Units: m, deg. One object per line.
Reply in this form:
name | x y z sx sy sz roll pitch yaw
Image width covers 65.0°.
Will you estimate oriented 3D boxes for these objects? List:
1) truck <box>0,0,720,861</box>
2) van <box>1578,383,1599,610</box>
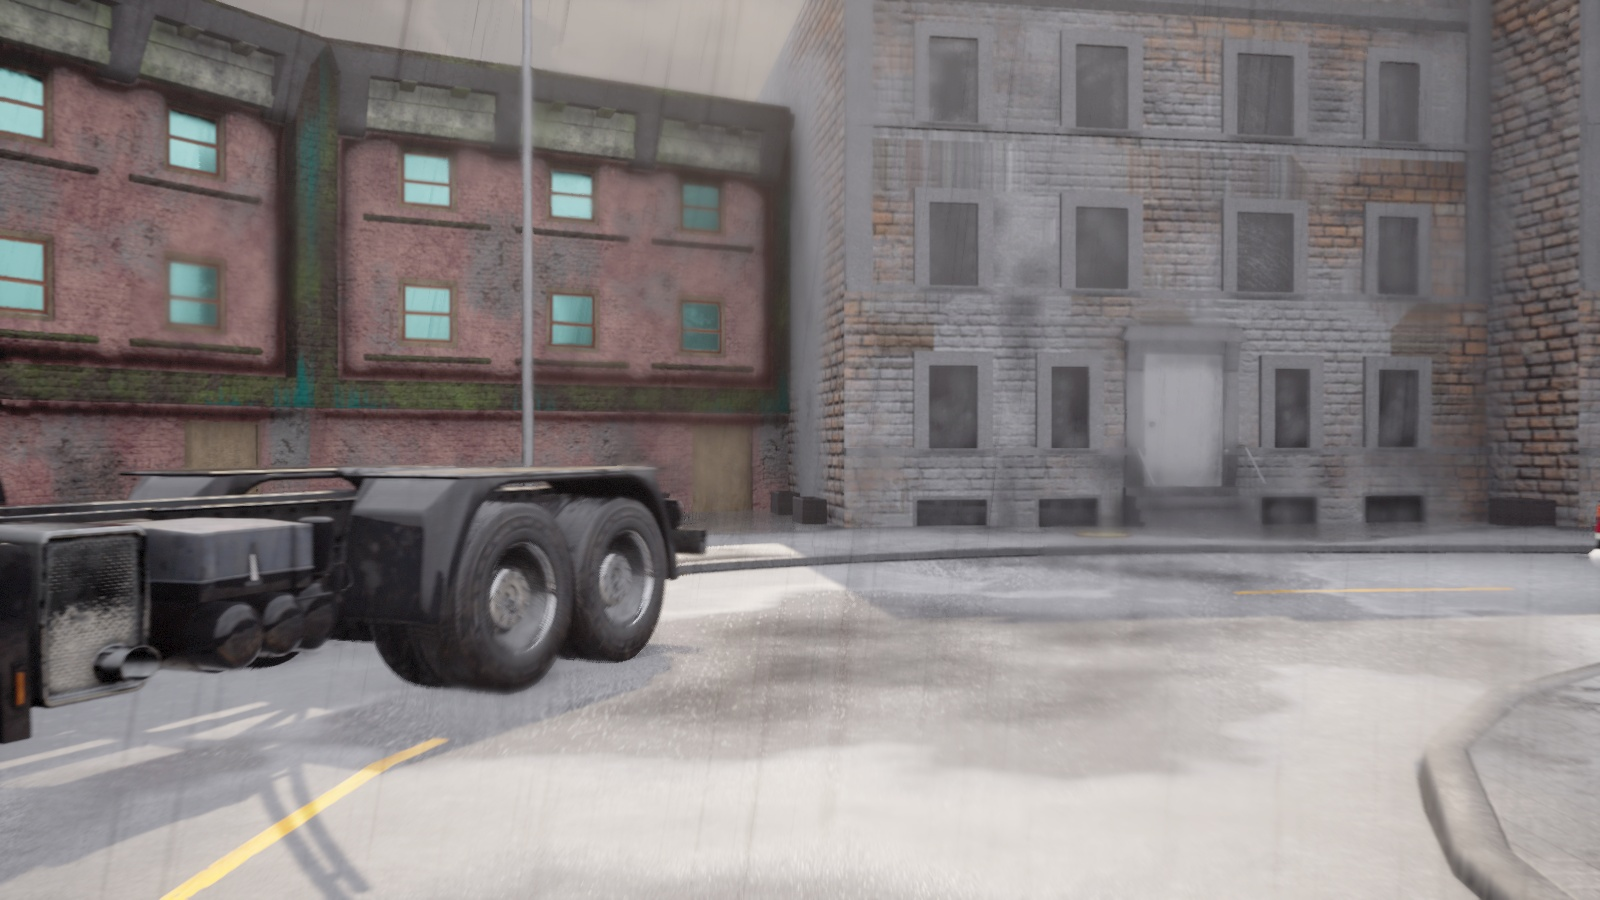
truck | -3.532 -0.274 6.521 2.891 3.462 7.936 0 0 24
van | 9.452 0.418 10.634 4.480 2.038 2.069 0 0 -3
